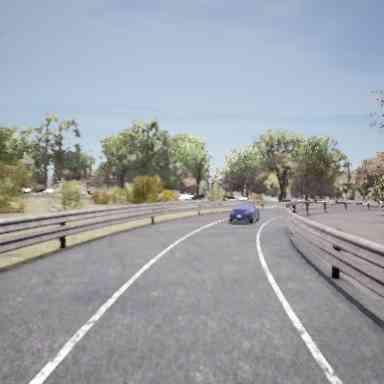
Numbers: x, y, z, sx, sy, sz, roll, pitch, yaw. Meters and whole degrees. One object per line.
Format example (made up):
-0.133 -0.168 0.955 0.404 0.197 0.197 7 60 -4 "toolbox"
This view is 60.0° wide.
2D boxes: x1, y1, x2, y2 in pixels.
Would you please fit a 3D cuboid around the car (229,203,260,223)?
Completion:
4.271 1.648 26.650 1.812 1.442 4.674 1 -1 21 "car"

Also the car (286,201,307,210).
15.234 2.054 48.194 1.837 1.490 4.892 0 -2 37 "car"
